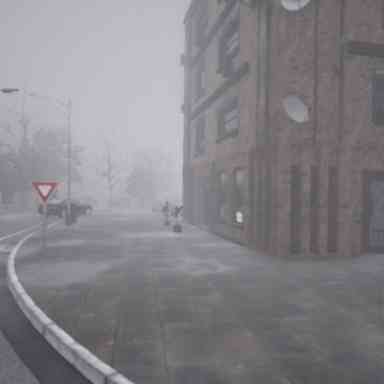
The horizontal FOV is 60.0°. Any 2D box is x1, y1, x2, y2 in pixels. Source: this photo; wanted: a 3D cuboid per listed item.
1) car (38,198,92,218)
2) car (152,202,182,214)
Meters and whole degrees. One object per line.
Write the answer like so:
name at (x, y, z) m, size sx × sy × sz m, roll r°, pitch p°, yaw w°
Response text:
car at (-10.167, 1.241, 27.064) m, size 1.882 × 1.535 × 5.008 m, roll 1°, pitch 0°, yaw 19°
car at (-2.576, 1.920, 38.997) m, size 2.128 × 1.511 × 4.902 m, roll 1°, pitch -3°, yaw 38°
